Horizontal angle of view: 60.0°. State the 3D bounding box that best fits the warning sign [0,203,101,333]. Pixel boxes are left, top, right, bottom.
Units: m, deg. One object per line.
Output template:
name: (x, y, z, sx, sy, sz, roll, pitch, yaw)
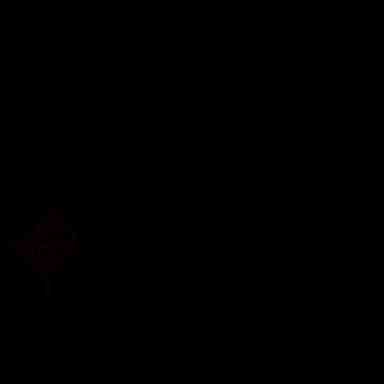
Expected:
warning sign: (-2.454, 1.141, 5.708, 1.060, 1.860, 1.300, 1, -1, 36)
